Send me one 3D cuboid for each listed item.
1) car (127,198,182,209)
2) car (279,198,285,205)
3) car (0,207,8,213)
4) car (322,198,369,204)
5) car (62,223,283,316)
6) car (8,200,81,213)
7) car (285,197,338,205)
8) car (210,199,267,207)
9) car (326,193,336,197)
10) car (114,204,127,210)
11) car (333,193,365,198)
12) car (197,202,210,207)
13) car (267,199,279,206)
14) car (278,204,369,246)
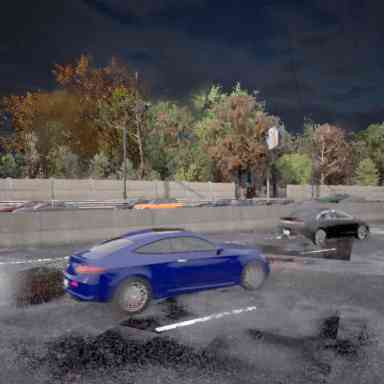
[{"bbox_3d":[-3.192,1.352,30.371,4.553,1.767,2.097,0,0,-30],"label":"car"},{"bbox_3d":[13.388,1.493,40.107,4.902,1.511,2.128,0,0,-30],"label":"car"},{"bbox_3d":[-13.666,1.478,28.282,5.008,1.535,1.882,0,0,-30],"label":"car"},{"bbox_3d":[15.481,1.565,33.221,4.181,1.385,1.994,0,0,-30],"label":"car"},{"bbox_3d":[-0.393,1.526,7.431,4.674,1.442,1.812,0,0,-30],"label":"car"},{"bbox_3d":[-11.169,1.492,25.687,4.902,1.511,2.128,0,0,-30],"label":"car"},{"bbox_3d":[12.949,1.548,35.789,5.357,1.411,2.033,0,0,-30],"label":"car"},{"bbox_3d":[4.991,1.548,35.177,5.357,1.411,2.033,0,0,-31],"label":"car"},{"bbox_3d":[20.919,1.228,48.582,5.566,2.045,2.150,0,0,-30],"label":"car"},{"bbox_3d":[-5.301,1.505,33.188,4.892,1.490,1.837,0,0,-30],"label":"car"},{"bbox_3d":[21.899,1.358,45.103,4.553,1.767,2.097,0,0,-30],"label":"car"},{"bbox_3d":[3.128,1.548,38.148,5.357,1.411,2.033,0,0,-30],"label":"car"},{"bbox_3d":[12.001,1.549,43.350,5.357,1.411,2.033,0,0,-30],"label":"car"},{"bbox_3d":[6.082,1.491,15.291,4.902,1.511,2.128,0,0,-30],"label":"car"}]
